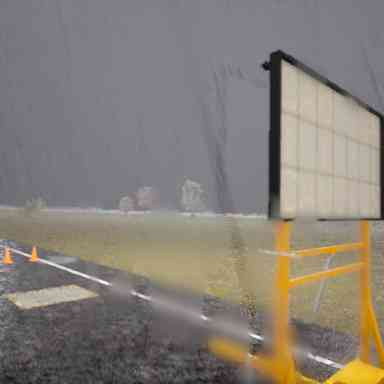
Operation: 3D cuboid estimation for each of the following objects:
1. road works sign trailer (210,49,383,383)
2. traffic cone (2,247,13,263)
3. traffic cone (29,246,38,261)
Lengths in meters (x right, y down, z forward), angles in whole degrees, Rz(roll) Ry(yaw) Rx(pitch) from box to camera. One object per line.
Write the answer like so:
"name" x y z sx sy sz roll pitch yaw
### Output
"road works sign trailer" 1.288 0.693 3.451 2.380 3.560 2.880 4 -4 -43
"traffic cone" -7.306 2.494 13.167 0.340 0.580 0.340 4 -4 -43
"traffic cone" -6.579 2.548 13.852 0.340 0.580 0.340 4 -4 -43
